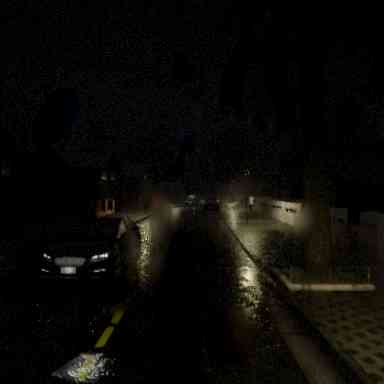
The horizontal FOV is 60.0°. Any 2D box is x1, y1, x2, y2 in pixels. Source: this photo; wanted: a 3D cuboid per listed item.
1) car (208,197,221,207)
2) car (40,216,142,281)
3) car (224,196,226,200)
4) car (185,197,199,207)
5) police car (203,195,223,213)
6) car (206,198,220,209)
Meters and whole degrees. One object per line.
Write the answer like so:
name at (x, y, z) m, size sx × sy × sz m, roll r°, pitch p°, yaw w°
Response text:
car at (3.635, 1.555, 52.935) m, size 1.812 × 1.442 × 4.674 m, roll 0°, pitch 0°, yaw 6°
car at (-2.722, 1.495, 9.915) m, size 2.128 × 1.511 × 4.902 m, roll 0°, pitch 0°, yaw 1°
car at (8.075, 1.550, 89.748) m, size 1.895 × 1.301 × 4.718 m, roll 0°, pitch 0°, yaw 10°
car at (0.014, 1.524, 53.061) m, size 2.128 × 1.511 × 4.902 m, roll 0°, pitch 0°, yaw 6°
police car at (2.207, 1.441, 37.179) m, size 1.930 × 1.638 × 5.238 m, roll 0°, pitch 0°, yaw 4°
car at (3.038, 1.549, 46.991) m, size 1.812 × 1.442 × 4.674 m, roll 0°, pitch 0°, yaw 5°
